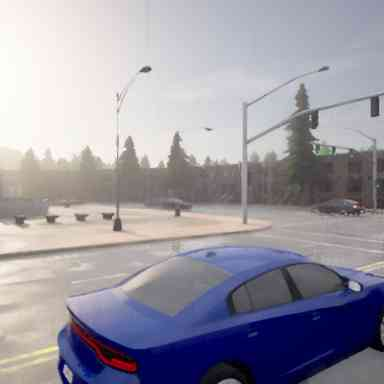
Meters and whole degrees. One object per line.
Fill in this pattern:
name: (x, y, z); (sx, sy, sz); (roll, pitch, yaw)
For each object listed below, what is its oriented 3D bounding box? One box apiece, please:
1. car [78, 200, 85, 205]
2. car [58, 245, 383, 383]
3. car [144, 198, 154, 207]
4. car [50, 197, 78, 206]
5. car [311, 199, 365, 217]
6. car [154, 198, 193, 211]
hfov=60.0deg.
car: (-20.811, 1.560, 55.992); (5.357, 1.411, 2.033); (0, 0, 16)
car: (0.908, 1.468, 4.446); (5.008, 1.535, 1.882); (0, 0, -35)
car: (-4.439, 1.479, 46.805); (5.357, 1.411, 2.033); (0, 0, 41)
car: (-20.835, 1.564, 52.280); (4.718, 1.301, 1.895); (0, 0, 19)
car: (13.219, 1.421, 30.408); (1.837, 1.490, 4.892); (1, -1, -31)
car: (-1.979, 1.417, 39.061); (1.882, 1.535, 5.008); (0, 0, -40)
